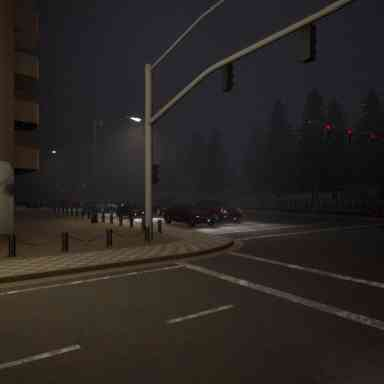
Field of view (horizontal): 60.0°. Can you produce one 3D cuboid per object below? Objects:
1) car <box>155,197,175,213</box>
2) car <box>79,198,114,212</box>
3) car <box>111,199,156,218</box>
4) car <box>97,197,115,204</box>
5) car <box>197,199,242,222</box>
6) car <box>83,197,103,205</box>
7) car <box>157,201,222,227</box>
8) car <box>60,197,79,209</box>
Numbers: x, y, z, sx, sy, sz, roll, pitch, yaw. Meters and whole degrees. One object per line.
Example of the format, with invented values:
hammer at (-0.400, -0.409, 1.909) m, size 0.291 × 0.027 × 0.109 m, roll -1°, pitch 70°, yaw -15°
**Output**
car at (-3.374, 1.547, 33.709) m, size 2.128 × 1.511 × 4.902 m, roll 0°, pitch 0°, yaw -36°
car at (-11.177, 1.656, 38.562) m, size 1.895 × 1.301 × 4.718 m, roll 0°, pitch 0°, yaw -36°
car at (-5.435, 1.619, 30.577) m, size 1.994 × 1.385 × 4.181 m, roll 0°, pitch 0°, yaw -36°
car at (-16.689, 1.656, 64.485) m, size 1.895 × 1.301 × 4.718 m, roll 0°, pitch 0°, yaw -36°
car at (1.862, 1.407, 26.439) m, size 2.097 × 1.767 × 4.553 m, roll 0°, pitch 0°, yaw -36°
car at (-18.015, 1.656, 60.365) m, size 1.895 × 1.301 × 4.718 m, roll 0°, pitch 0°, yaw -36°
car at (-0.319, 1.581, 23.508) m, size 1.812 × 1.442 × 4.674 m, roll 0°, pitch 0°, yaw -37°
car at (-17.286, 1.533, 47.108) m, size 1.882 × 1.535 × 5.008 m, roll 0°, pitch 0°, yaw -35°
